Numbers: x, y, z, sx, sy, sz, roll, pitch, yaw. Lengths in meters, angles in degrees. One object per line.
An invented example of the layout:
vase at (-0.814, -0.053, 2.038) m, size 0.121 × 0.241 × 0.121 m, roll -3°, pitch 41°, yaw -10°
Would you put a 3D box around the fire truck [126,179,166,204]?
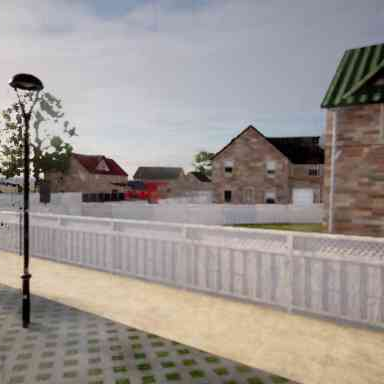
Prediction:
fire truck at (-6.778, -0.050, 50.590) m, size 2.891 × 3.827 × 8.468 m, roll 2°, pitch 1°, yaw 18°
